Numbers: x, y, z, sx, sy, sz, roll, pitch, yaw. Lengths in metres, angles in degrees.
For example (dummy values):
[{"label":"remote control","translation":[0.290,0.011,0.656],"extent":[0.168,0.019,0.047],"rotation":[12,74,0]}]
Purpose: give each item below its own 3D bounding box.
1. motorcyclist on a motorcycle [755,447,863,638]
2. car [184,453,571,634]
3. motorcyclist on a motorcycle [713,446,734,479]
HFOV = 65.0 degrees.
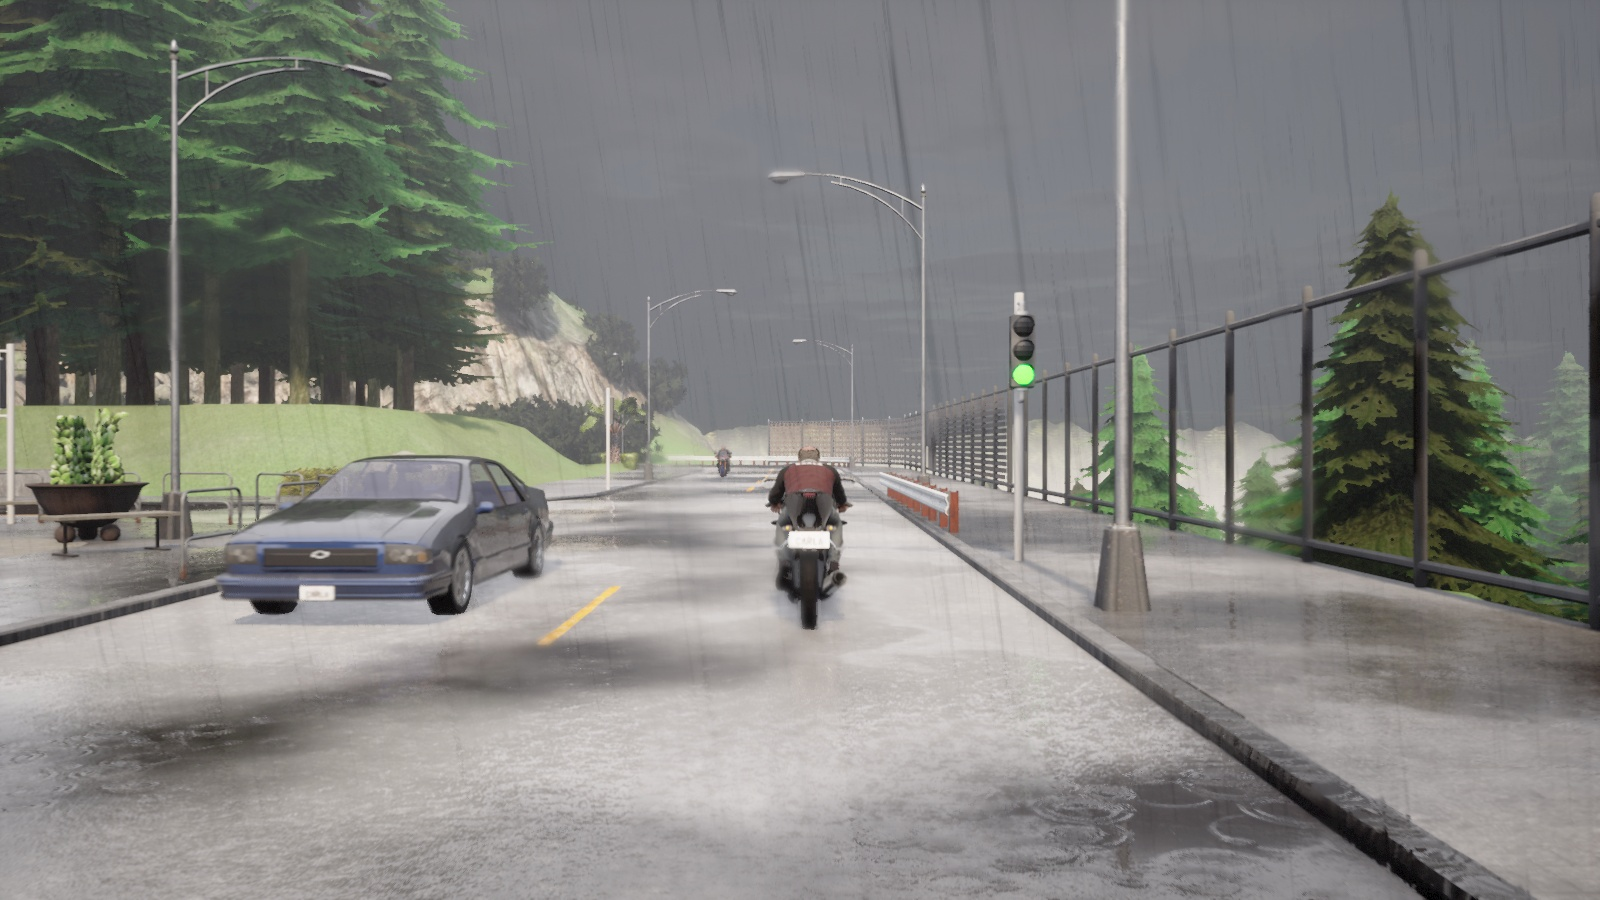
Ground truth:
[{"label":"motorcyclist on a motorcycle","translation":[0.080,0.742,11.182],"extent":[0.866,1.530,2.191],"rotation":[0,0,0]},{"label":"car","translation":[-3.857,0.746,12.684],"extent":[2.033,1.411,5.357],"rotation":[0,0,1]},{"label":"motorcyclist on a motorcycle","translation":[-3.640,0.568,59.698],"extent":[0.866,1.530,2.191],"rotation":[0,0,0]}]
